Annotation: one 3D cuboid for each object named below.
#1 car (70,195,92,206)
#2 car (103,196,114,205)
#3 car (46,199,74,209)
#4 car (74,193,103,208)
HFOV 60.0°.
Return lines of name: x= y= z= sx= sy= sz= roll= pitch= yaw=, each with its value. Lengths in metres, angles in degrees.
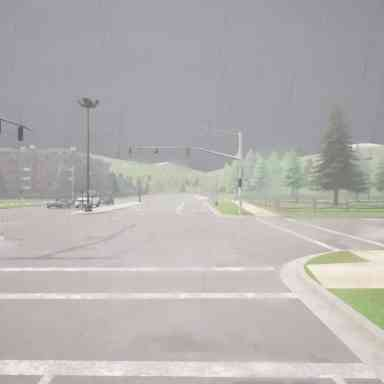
car: x=-18.511 y=1.358 z=55.508 sx=2.097 sy=1.767 sz=4.553 roll=0 pitch=0 yaw=0
car: x=-14.991 y=1.498 z=58.140 sx=2.128 sy=1.511 sz=4.902 roll=0 pitch=0 yaw=1
car: x=-18.547 y=1.606 z=46.395 sx=1.895 sy=1.301 sz=4.718 roll=0 pitch=0 yaw=0
car: x=-15.043 y=1.226 z=48.128 sx=2.150 sy=2.045 sz=5.566 roll=0 pitch=0 yaw=0
